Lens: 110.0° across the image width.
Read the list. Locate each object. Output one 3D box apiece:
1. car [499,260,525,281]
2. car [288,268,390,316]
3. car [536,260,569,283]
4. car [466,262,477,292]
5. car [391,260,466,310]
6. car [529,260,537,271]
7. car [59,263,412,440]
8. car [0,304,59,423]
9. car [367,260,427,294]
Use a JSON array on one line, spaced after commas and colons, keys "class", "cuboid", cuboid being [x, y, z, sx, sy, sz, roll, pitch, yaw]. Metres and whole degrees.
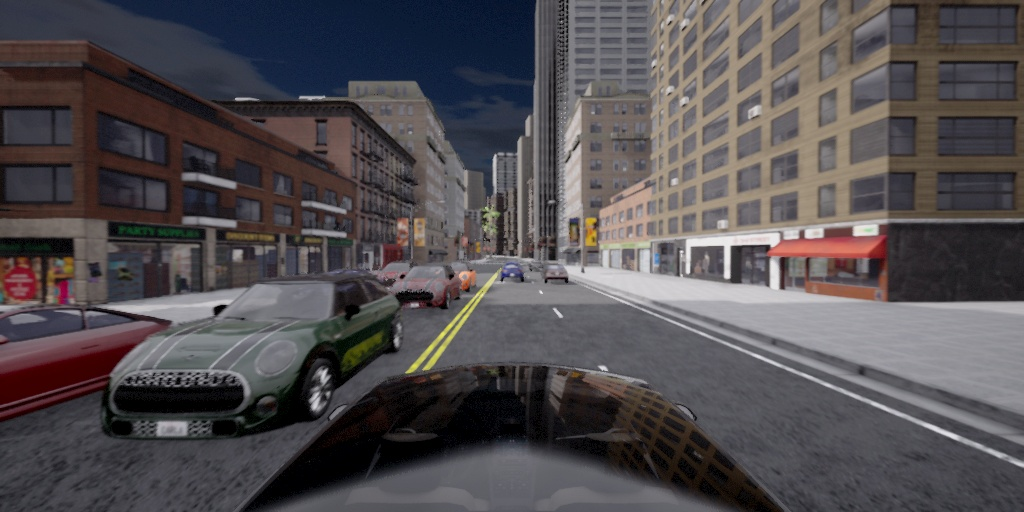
[{"class": "car", "cuboid": [0.033, 1.280, 29.730, 1.812, 1.442, 4.674, 0, 0, 0]}, {"class": "car", "cuboid": [-6.608, 1.285, 14.370, 1.812, 1.442, 4.674, 0, 0, 0]}, {"class": "car", "cuboid": [3.257, 1.298, 27.953, 2.033, 1.411, 5.357, 0, 0, 1]}, {"class": "car", "cuboid": [-3.279, 1.108, 20.970, 2.097, 1.767, 4.553, 0, 0, 0]}, {"class": "car", "cuboid": [-3.360, 1.109, 14.654, 2.097, 1.767, 4.553, 0, 0, 0]}, {"class": "car", "cuboid": [3.265, 1.254, 48.742, 2.128, 1.511, 4.902, 0, 0, 0]}, {"class": "car", "cuboid": [-3.351, 1.107, 5.773, 2.097, 1.767, 4.553, 0, 0, 0]}, {"class": "car", "cuboid": [-6.591, 1.323, 4.380, 1.994, 1.385, 4.181, 0, 0, 1]}, {"class": "car", "cuboid": [-6.529, 1.114, 20.965, 2.097, 1.767, 4.553, 0, 0, 0]}]
